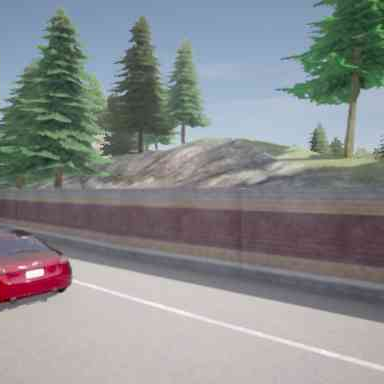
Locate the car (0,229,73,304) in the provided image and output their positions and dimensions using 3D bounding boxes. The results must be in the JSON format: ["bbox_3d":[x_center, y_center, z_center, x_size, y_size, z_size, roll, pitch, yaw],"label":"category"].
[{"bbox_3d":[-4.630,1.569,7.796,4.181,1.385,1.994,0,0,39],"label":"car"}]
